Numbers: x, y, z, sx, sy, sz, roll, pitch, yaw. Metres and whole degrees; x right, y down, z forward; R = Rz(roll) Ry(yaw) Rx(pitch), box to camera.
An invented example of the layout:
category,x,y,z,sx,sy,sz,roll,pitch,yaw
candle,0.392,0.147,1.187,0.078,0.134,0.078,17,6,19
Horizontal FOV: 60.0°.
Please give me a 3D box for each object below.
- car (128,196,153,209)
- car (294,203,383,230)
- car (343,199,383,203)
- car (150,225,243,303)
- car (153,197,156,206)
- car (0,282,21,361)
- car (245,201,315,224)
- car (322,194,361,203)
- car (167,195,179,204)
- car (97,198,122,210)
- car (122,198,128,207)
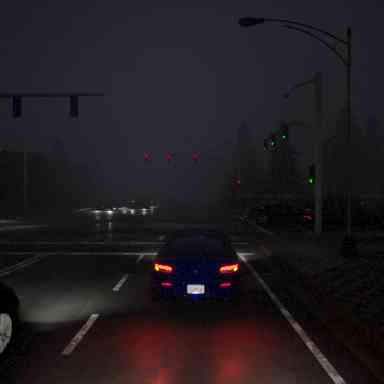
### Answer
category,x,y,z,sx,sy,sz,roll,pitch,yaw
car,-7.149,1.352,46.353,2.097,1.767,4.553,0,0,0
car,9.397,1.547,20.411,5.357,1.411,2.033,0,0,0
car,15.883,1.547,27.608,5.357,1.411,2.033,0,0,0
car,0.130,1.526,8.088,1.812,1.442,4.674,0,0,2
car,-7.136,1.505,55.495,1.837,1.490,4.892,0,0,0
car,-3.442,1.505,2.954,1.837,1.490,4.892,0,0,0
car,6.285,1.505,23.933,4.892,1.490,1.837,0,0,0
car,13.062,1.222,31.107,5.566,2.045,2.150,0,0,0
car,-3.474,1.352,62.204,2.097,1.767,4.553,0,0,0
car,-10.645,1.526,42.293,1.812,1.442,4.674,0,0,0
car,-10.648,1.601,51.392,1.895,1.301,4.718,0,0,0
